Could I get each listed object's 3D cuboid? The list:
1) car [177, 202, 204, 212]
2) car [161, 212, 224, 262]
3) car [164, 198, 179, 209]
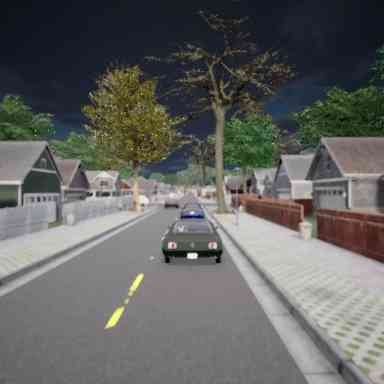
[{"bbox_3d":[0.039,1.616,28.137,1.994,1.385,4.181,0,0,0],"label":"car"},{"bbox_3d":[0.036,1.622,12.114,1.895,1.301,4.718,0,0,0],"label":"car"},{"bbox_3d":[-2.824,1.558,46.294,1.882,1.535,5.008,0,0,0],"label":"car"}]
